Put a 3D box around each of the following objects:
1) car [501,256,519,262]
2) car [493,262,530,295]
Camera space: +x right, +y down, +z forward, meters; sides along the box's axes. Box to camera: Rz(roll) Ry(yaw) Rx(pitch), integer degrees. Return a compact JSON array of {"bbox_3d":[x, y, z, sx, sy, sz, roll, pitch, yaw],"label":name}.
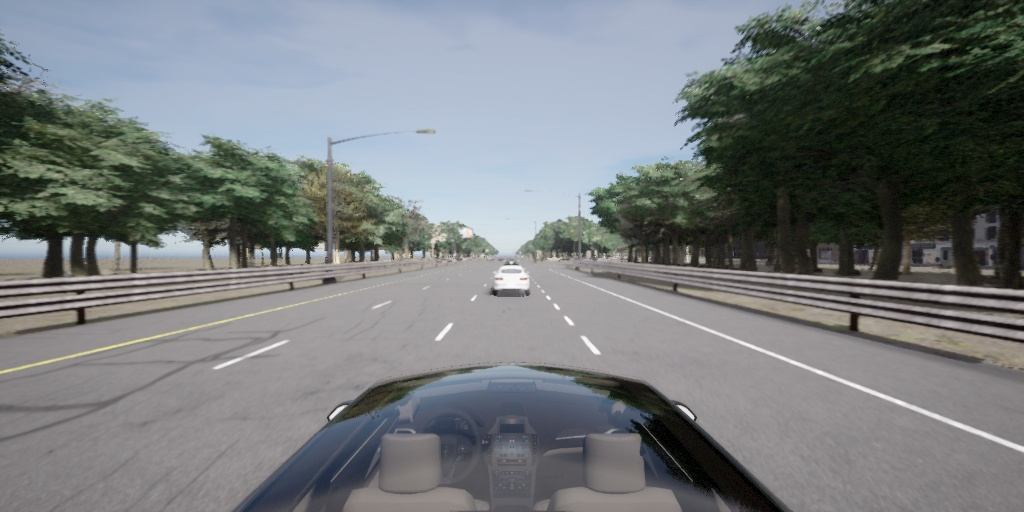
[{"bbox_3d":[-0.078,1.001,49.688,2.097,1.767,4.553,0,0,0],"label":"car"},{"bbox_3d":[-0.031,1.239,19.372,1.812,1.442,4.674,0,0,0],"label":"car"}]
